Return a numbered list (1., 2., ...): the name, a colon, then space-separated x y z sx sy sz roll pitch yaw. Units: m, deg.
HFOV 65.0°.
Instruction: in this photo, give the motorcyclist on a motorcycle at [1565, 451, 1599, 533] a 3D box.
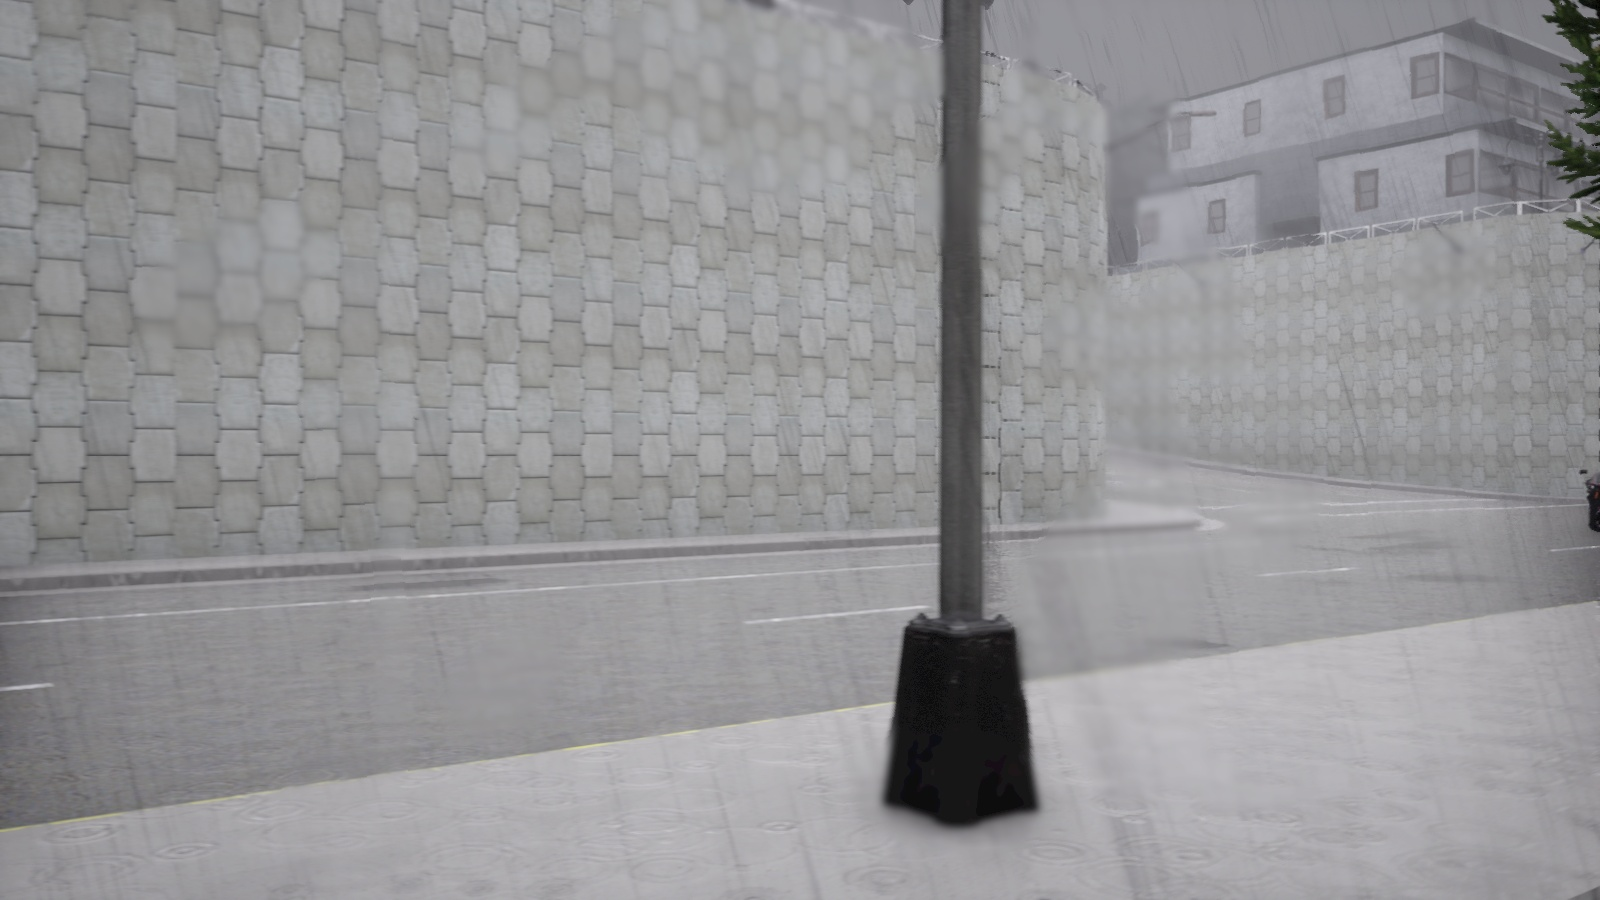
1. motorcyclist on a motorcycle: 15.881 0.793 24.458 2.191 1.530 0.866 0 0 -35
